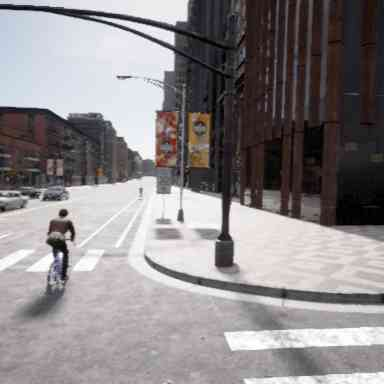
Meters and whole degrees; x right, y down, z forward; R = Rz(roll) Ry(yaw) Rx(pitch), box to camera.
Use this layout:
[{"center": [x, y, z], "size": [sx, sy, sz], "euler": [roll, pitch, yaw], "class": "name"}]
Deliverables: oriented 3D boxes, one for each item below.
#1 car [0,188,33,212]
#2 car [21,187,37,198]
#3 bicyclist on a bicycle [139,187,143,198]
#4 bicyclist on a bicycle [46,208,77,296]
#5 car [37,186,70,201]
[{"center": [-13.331, 0.612, 23.530], "size": [1.895, 1.301, 4.718], "euler": [1, 2, -6], "class": "car"}, {"center": [-17.880, 0.159, 35.768], "size": [1.895, 1.301, 4.718], "euler": [1, 2, -6], "class": "car"}, {"center": [-6.243, 0.162, 40.719], "size": [0.582, 1.620, 1.656], "euler": [1, 1, -6], "class": "bicyclist on a bicycle"}, {"center": [-2.681, 1.174, 6.833], "size": [0.582, 1.620, 1.656], "euler": [1, 1, -6], "class": "bicyclist on a bicycle"}, {"center": [-14.633, 0.138, 35.989], "size": [1.837, 1.490, 4.892], "euler": [1, 2, -6], "class": "car"}]
